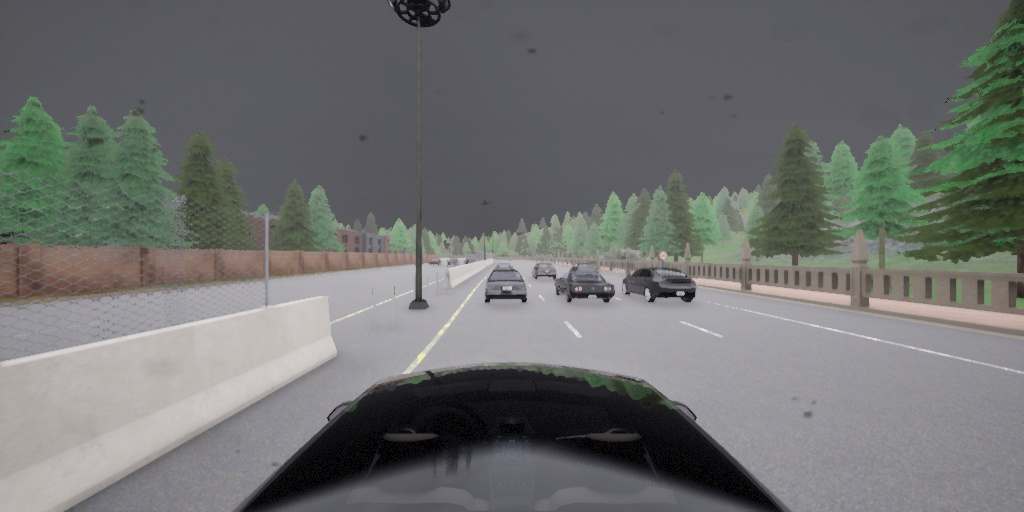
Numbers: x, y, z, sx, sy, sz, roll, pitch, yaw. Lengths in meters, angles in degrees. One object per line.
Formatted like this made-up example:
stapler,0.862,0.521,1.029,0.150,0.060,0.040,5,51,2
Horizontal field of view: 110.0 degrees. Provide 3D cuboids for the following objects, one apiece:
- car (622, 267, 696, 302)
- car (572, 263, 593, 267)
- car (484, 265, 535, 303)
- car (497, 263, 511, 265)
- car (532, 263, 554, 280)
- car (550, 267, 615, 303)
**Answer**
car,6.682,1.264,16.807,1.837,1.490,4.892,0,0,-2
car,6.291,1.320,31.694,1.994,1.385,4.181,0,0,-1
car,-0.313,1.310,16.558,2.033,1.411,5.357,0,0,-2
car,-0.708,1.320,31.531,1.994,1.385,4.181,0,0,-1
car,2.792,1.311,31.613,2.033,1.411,5.357,0,0,-1
car,3.183,1.363,16.713,1.895,1.301,4.718,0,0,-2
